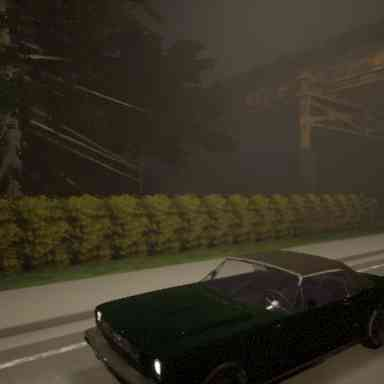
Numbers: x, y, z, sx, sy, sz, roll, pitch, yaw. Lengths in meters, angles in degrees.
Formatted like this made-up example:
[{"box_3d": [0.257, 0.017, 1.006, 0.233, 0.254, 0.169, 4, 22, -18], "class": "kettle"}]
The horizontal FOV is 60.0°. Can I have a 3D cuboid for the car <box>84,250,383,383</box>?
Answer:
[{"box_3d": [1.042, 1.600, 4.691, 4.718, 1.301, 1.895, 0, 0, -35], "class": "car"}]
